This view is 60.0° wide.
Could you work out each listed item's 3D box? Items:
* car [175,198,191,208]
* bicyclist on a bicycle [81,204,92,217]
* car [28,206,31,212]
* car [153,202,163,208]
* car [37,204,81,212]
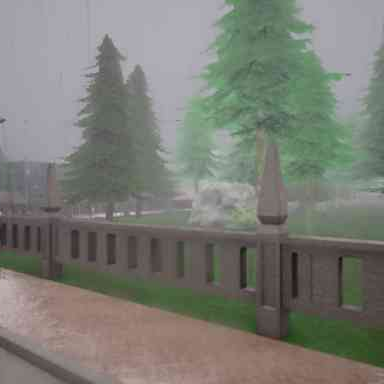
[{"bbox_3d":[-0.685,1.642,47.954,1.837,1.490,4.892,0,0,36],"label":"car"},{"bbox_3d":[-9.304,1.418,29.183,1.656,1.620,0.582,-1,0,35],"label":"bicyclist on a bicycle"},{"bbox_3d":[-18.182,1.664,41.640,1.882,1.535,5.008,0,0,36],"label":"car"},{"bbox_3d":[-4.041,1.753,49.290,1.895,1.301,4.718,0,0,35],"label":"car"},{"bbox_3d":[-15.333,1.647,39.606,1.882,1.535,5.008,0,0,36],"label":"car"}]
